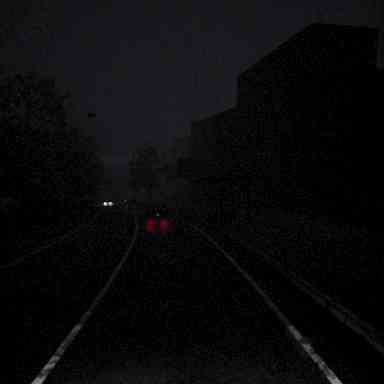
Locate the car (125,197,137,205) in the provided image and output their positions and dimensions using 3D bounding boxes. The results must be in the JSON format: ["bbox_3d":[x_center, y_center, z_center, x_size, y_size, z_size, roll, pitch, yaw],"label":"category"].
[{"bbox_3d":[-10.915,1.546,58.926,1.812,1.442,4.674,-2,0,-15],"label":"car"}]

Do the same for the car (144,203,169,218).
[{"bbox_3d":[-3.296,1.604,29.862,1.895,1.301,4.718,-1,0,-12],"label":"car"}]

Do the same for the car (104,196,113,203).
[{"bbox_3d":[-18.330,1.620,73.076,2.128,1.511,4.902,-2,0,-15],"label":"car"}]
